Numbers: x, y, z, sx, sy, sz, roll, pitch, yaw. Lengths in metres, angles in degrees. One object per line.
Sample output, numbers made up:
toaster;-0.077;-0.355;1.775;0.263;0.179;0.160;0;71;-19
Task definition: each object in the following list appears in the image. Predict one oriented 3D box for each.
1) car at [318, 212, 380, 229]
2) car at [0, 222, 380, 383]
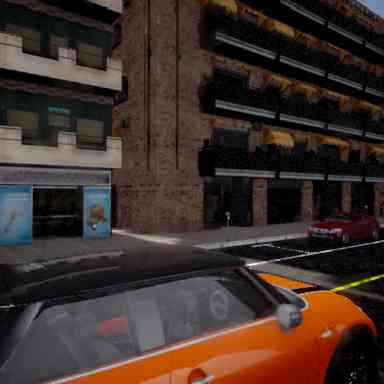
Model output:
car;7.172;1.583;15.538;4.206;1.307;1.802;0;0;-35
car;-0.097;1.351;3.365;4.553;1.767;2.097;0;0;-35
